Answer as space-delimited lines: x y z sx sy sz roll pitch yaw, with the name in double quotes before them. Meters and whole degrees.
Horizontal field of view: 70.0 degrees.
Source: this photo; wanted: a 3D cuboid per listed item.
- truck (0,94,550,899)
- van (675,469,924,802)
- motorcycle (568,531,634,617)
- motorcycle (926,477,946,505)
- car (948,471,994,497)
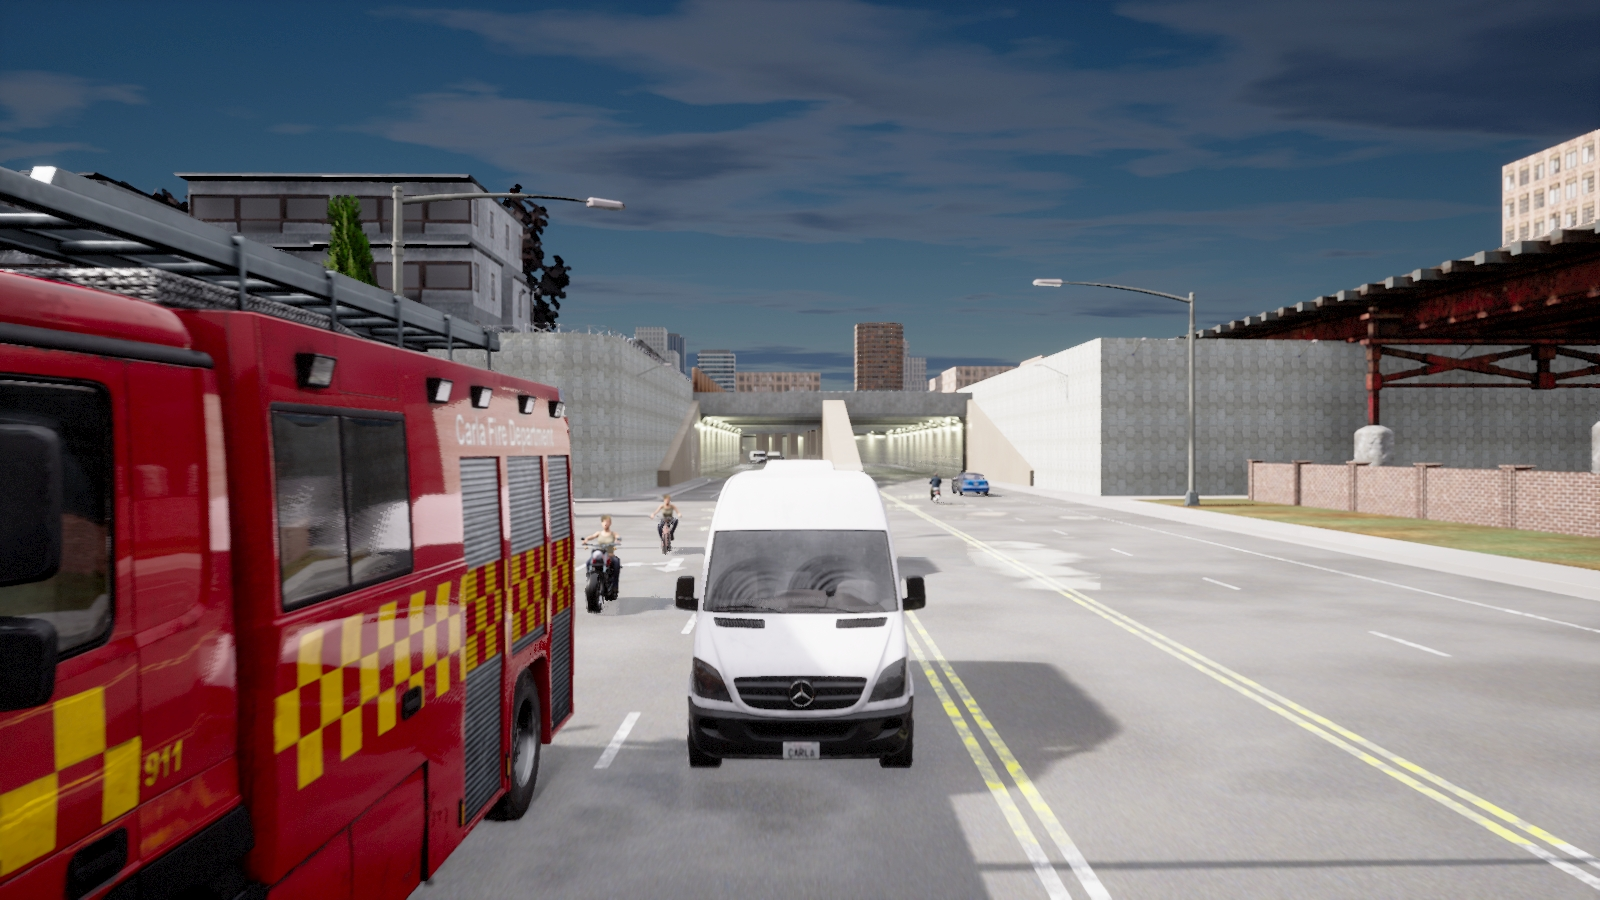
"truck" -3.724 0.890 6.042 2.891 3.827 8.468 0 0 0
"van" 0.000 1.530 12.076 1.988 2.561 5.915 0 0 0
"motorcycle" -3.507 2.164 20.317 0.764 1.277 2.356 0 0 0
"motorcycle" 7.017 2.106 58.965 0.856 1.341 1.805 0 0 0
"car" 10.507 2.077 70.671 2.033 1.411 5.357 0 0 0
